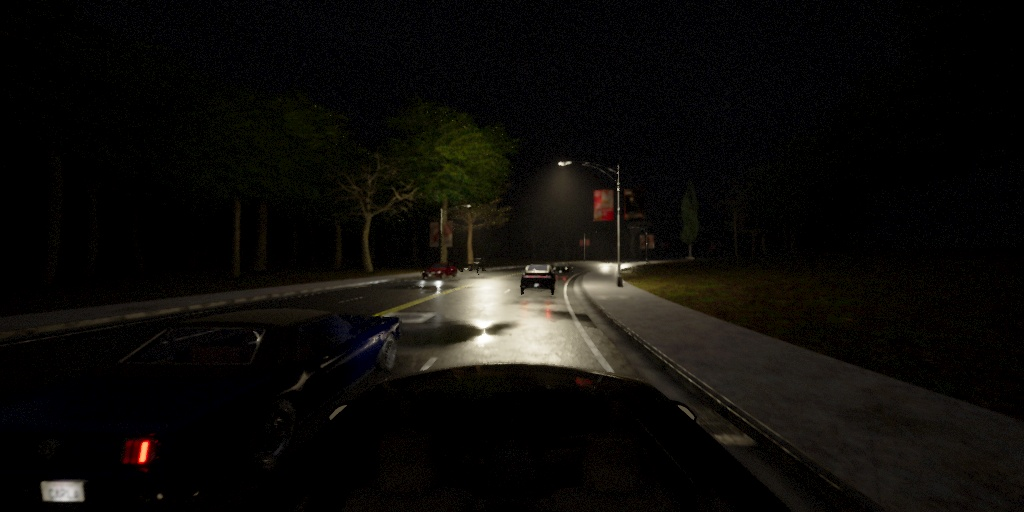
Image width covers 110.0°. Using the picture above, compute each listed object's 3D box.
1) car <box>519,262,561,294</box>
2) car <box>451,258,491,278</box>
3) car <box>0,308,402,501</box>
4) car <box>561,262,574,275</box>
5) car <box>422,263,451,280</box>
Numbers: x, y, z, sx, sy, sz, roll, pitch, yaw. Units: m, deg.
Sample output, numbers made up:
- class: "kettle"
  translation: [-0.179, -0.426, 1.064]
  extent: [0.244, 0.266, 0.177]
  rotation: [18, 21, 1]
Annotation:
- class: "car"
  translation: [1.547, 1.246, 20.162]
  extent: [2.128, 1.511, 4.902]
  rotation: [0, 0, 8]
- class: "car"
  translation: [-3.203, 0.897, 31.616]
  extent: [2.128, 1.511, 4.902]
  rotation: [0, 0, 12]
- class: "car"
  translation: [-3.046, 1.345, 4.701]
  extent: [1.895, 1.301, 4.718]
  rotation: [0, 0, 1]
- class: "car"
  translation: [5.634, 1.327, 39.240]
  extent: [1.895, 1.301, 4.718]
  rotation: [0, 0, 16]
- class: "car"
  translation: [-6.378, 1.332, 32.305]
  extent: [1.812, 1.442, 4.674]
  rotation: [0, 0, 12]
